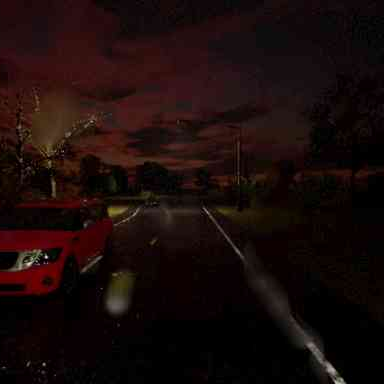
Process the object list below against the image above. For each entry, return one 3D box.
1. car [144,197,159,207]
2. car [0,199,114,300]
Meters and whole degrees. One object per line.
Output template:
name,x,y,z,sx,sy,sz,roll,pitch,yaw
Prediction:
car,-6.136,1.522,50.694,1.837,1.490,4.892,0,0,-6
car,-3.602,1.233,8.763,2.150,2.045,5.566,0,0,0
